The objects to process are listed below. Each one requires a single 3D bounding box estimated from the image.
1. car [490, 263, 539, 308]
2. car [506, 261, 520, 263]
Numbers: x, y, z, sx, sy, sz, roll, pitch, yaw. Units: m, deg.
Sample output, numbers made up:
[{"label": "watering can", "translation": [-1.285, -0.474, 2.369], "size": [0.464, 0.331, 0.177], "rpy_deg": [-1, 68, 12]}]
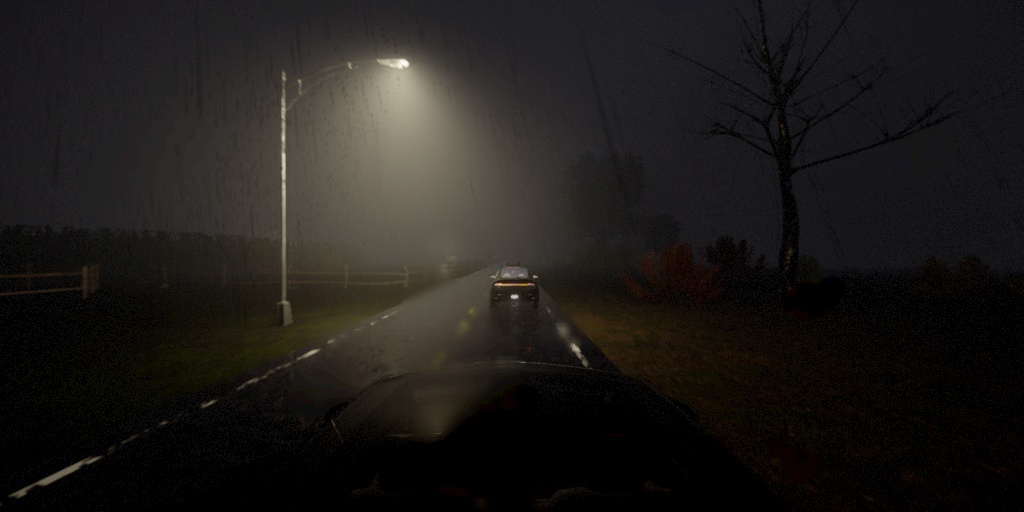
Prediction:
[{"label": "car", "translation": [0.096, 1.239, 15.161], "size": [2.128, 1.511, 4.902], "rpy_deg": [0, 0, 0]}, {"label": "car", "translation": [0.092, 1.252, 35.092], "size": [2.128, 1.511, 4.902], "rpy_deg": [0, 0, 0]}]
